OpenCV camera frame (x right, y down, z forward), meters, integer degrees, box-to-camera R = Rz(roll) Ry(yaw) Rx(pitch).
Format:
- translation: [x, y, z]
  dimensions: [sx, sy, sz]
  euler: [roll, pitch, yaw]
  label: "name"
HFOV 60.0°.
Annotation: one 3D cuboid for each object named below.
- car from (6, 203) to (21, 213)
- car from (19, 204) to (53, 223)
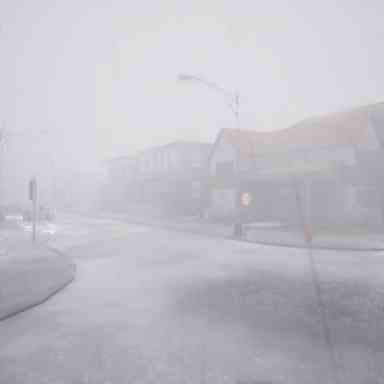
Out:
- translation: [-23.723, 2.133, 44.675]
  dimensions: [1.895, 1.301, 4.718]
  euler: [0, -1, -34]
  label: "car"
- translation: [-13.555, 1.926, 29.161]
  dimensions: [1.895, 1.301, 4.718]
  euler: [0, -1, -33]
  label: "car"
